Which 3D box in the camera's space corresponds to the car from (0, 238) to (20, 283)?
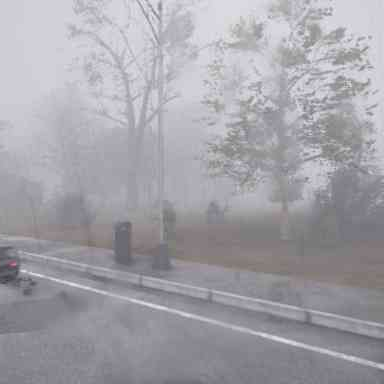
[{"bbox_3d":[-6.122,1.527,8.362,4.674,1.442,1.812,0,0,36],"label":"car"}]
